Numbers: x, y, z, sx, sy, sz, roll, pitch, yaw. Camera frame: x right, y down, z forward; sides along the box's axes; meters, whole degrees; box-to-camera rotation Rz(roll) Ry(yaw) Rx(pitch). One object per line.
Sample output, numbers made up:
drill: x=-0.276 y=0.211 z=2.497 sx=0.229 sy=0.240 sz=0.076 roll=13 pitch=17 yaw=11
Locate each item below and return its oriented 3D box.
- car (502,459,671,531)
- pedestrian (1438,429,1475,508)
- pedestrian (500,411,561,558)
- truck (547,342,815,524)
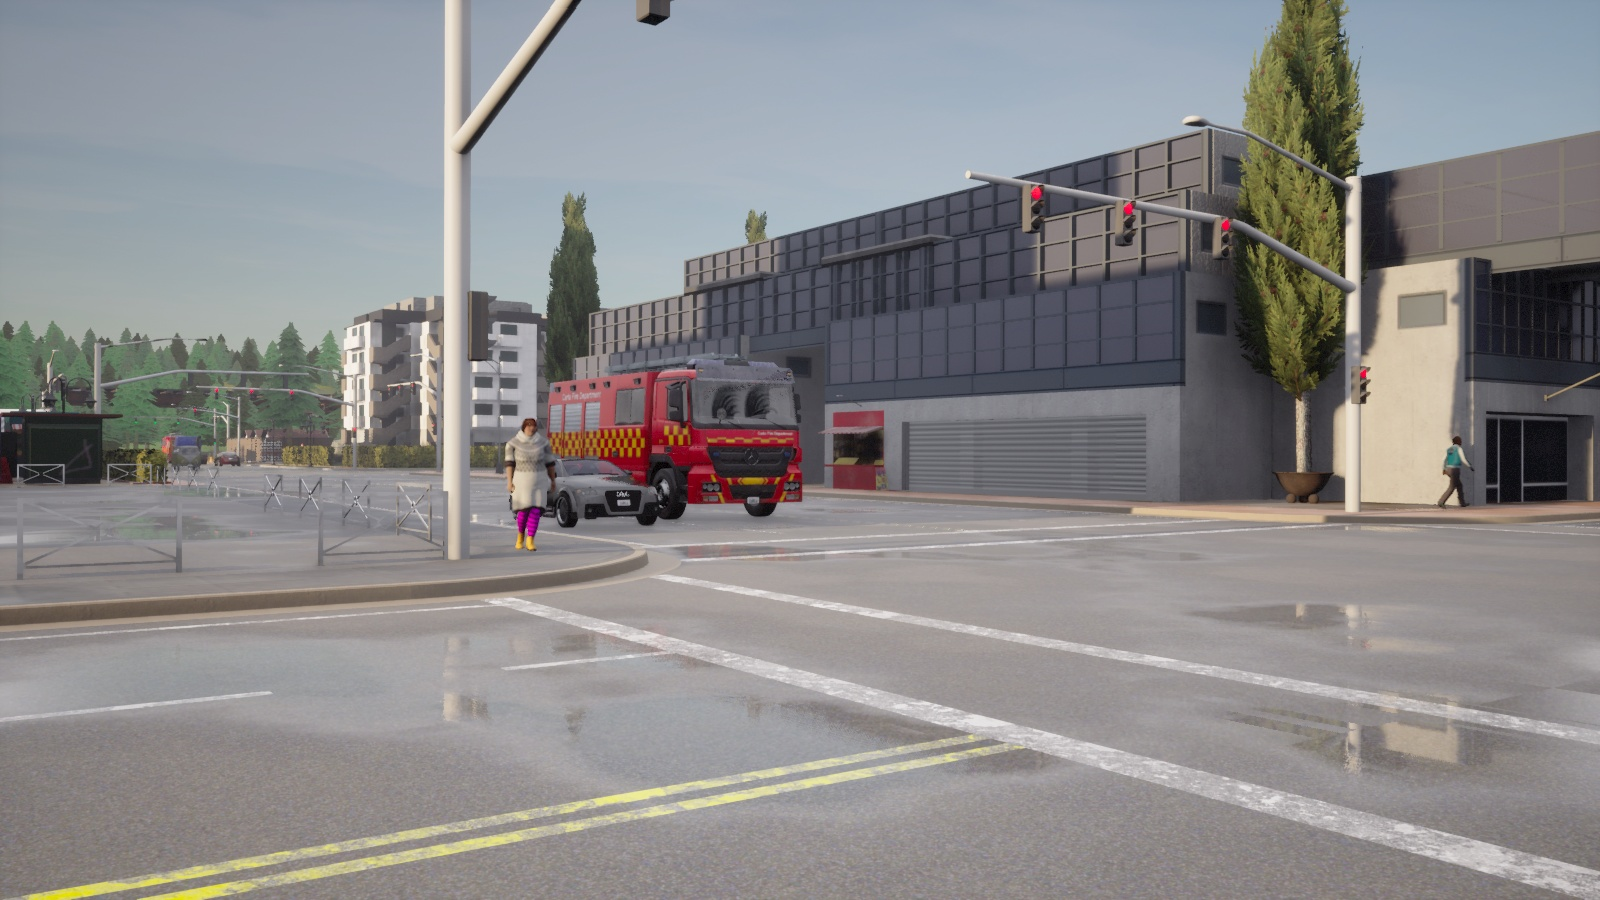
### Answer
car: x=-4.588 y=0.883 z=26.522 sx=1.994 sy=1.385 sz=4.181 roll=0 pitch=0 yaw=-34
pedestrian: x=16.048 y=0.444 z=30.700 sx=0.692 sy=1.930 sz=0.396 roll=0 pitch=0 yaw=-10
pedestrian: x=-3.696 y=0.453 z=17.186 sx=0.659 sy=1.952 sz=0.873 roll=0 pitch=0 yaw=-22
truck: x=-3.203 y=-0.338 z=30.756 sx=2.891 sy=3.827 sz=8.468 roll=0 pitch=0 yaw=-33
